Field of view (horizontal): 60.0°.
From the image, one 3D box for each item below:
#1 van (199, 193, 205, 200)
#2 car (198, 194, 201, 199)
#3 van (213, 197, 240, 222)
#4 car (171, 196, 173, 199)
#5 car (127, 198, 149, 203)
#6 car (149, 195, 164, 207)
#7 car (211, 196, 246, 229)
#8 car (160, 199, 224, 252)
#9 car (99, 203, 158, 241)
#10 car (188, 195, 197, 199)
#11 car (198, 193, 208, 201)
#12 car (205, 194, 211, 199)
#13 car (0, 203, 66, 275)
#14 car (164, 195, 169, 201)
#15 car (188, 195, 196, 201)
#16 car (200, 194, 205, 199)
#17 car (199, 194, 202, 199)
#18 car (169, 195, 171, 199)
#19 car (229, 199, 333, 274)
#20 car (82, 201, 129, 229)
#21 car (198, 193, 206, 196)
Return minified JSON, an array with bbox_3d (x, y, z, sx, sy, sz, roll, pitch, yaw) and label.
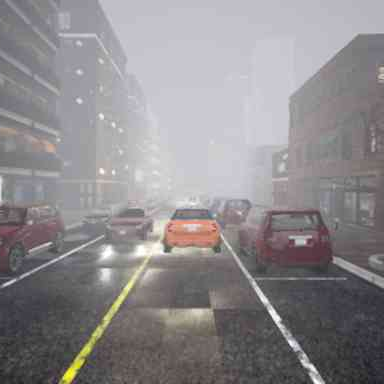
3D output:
[{"bbox_3d":[2.710,1.279,92.372,1.690,1.788,3.998,-1,0,0],"label":"van"},{"bbox_3d":[2.692,1.530,64.473,1.947,1.339,4.313,-1,0,0],"label":"car"},{"bbox_3d":[2.692,1.330,26.784,1.690,1.788,3.998,-1,0,0],"label":"van"},{"bbox_3d":[-5.642,1.511,81.169,1.947,1.339,4.313,-1,0,0],"label":"car"},{"bbox_3d":[-5.682,1.421,32.204,1.967,1.590,4.097,-1,0,0],"label":"car"},{"bbox_3d":[-5.669,1.411,48.426,1.967,1.590,4.097,-1,0,0],"label":"car"},{"bbox_3d":[2.687,1.307,21.377,2.192,1.841,5.009,-1,0,0],"label":"car"},{"bbox_3d":[0.011,1.345,14.032,2.097,1.767,4.553,0,0,0],"label":"car"},{"bbox_3d":[-3.009,1.516,16.826,1.812,1.442,4.674,0,0,1],"label":"car"},{"bbox_3d":[0.057,1.492,74.749,2.033,1.411,5.357,0,0,0],"label":"car"},{"bbox_3d":[2.701,1.265,81.212,2.192,1.841,5.009,-1,0,0],"label":"car"},{"bbox_3d":[2.696,1.301,32.191,2.192,1.841,5.009,-1,0,0],"label":"car"},{"bbox_3d":[-5.700,1.307,10.576,2.192,1.841,5.009,-1,0,0],"label":"car"},{"bbox_3d":[-5.660,1.489,58.680,1.752,1.417,4.829,-1,0,0],"label":"car"},{"bbox_3d":[0.065,1.463,85.166,2.033,1.411,5.357,0,0,0],"label":"car"},{"bbox_3d":[2.717,1.533,53.322,2.008,1.369,4.403,-1,0,0],"label":"car"},{"bbox_3d":[2.688,1.535,58.894,1.947,1.339,4.313,-1,0,0],"label":"car"},{"bbox_3d":[-5.656,1.400,64.430,1.967,1.590,4.097,-1,0,0],"label":"car"},{"bbox_3d":[2.680,1.312,10.562,2.192,1.841,5.009,-1,0,0],"label":"car"},{"bbox_3d":[-5.688,1.538,21.390,2.008,1.369,4.403,-1,0,0],"label":"car"},{"bbox_3d":[2.692,1.275,70.053,2.192,1.841,5.009,-1,0,0],"label":"car"}]
